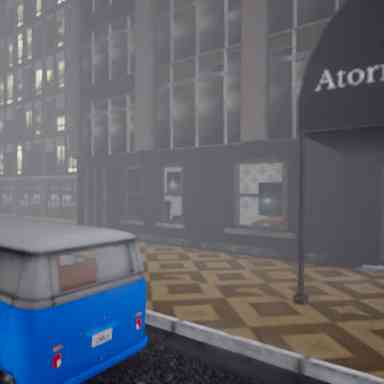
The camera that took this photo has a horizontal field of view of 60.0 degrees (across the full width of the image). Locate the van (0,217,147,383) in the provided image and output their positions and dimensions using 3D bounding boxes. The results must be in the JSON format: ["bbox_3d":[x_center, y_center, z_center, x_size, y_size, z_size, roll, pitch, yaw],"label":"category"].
[{"bbox_3d":[-2.464,1.303,4.631,3.998,1.788,1.690,1,0,35],"label":"van"}]
